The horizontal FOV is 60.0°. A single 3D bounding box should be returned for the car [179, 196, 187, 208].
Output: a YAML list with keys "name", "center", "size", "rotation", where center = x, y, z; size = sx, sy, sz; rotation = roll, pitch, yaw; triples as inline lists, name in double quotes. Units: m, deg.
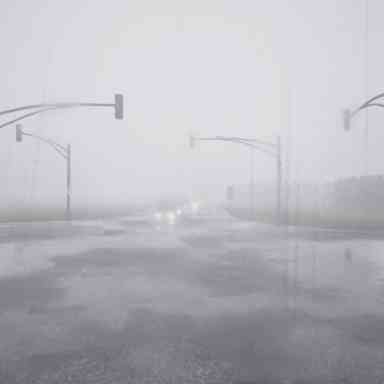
- name: "car"
  center: [-2.299, 1.484, 48.989]
  size: [2.128, 1.511, 4.902]
  rotation: [0, 0, 3]

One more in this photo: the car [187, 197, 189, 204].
- name: "car"
  center: [-1.569, 1.477, 61.036]
  size: [2.128, 1.511, 4.902]
  rotation: [0, 0, 4]

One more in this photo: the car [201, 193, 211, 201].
- name: "car"
  center: [3.340, 1.191, 79.102]
  size: [2.150, 2.045, 5.566]
  rotation: [0, 0, 5]

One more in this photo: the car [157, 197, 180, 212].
- name: "car"
  center: [-2.823, 1.600, 38.266]
  size: [1.895, 1.301, 4.718]
  rotation: [0, 0, 3]
